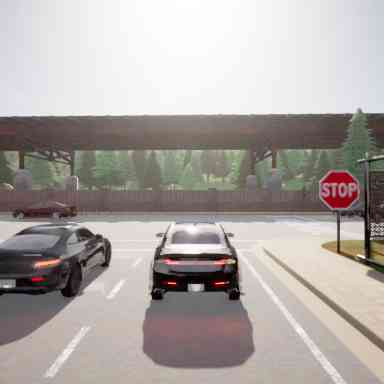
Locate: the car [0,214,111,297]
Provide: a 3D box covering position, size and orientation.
[{"bbox_3d":[-3.400,1.526,8.440,1.812,1.442,4.674,0,0,0],"label":"car"}]

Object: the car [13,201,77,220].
[{"bbox_3d":[-11.939,1.478,27.016,5.008,1.535,1.882,0,-1,6],"label":"car"}]

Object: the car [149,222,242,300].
[{"bbox_3d":[0.078,1.491,8.351,2.128,1.511,4.902,0,0,0],"label":"car"}]

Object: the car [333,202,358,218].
[{"bbox_3d":[15.628,1.547,29.970,5.357,1.411,2.033,0,0,1],"label":"car"}]
